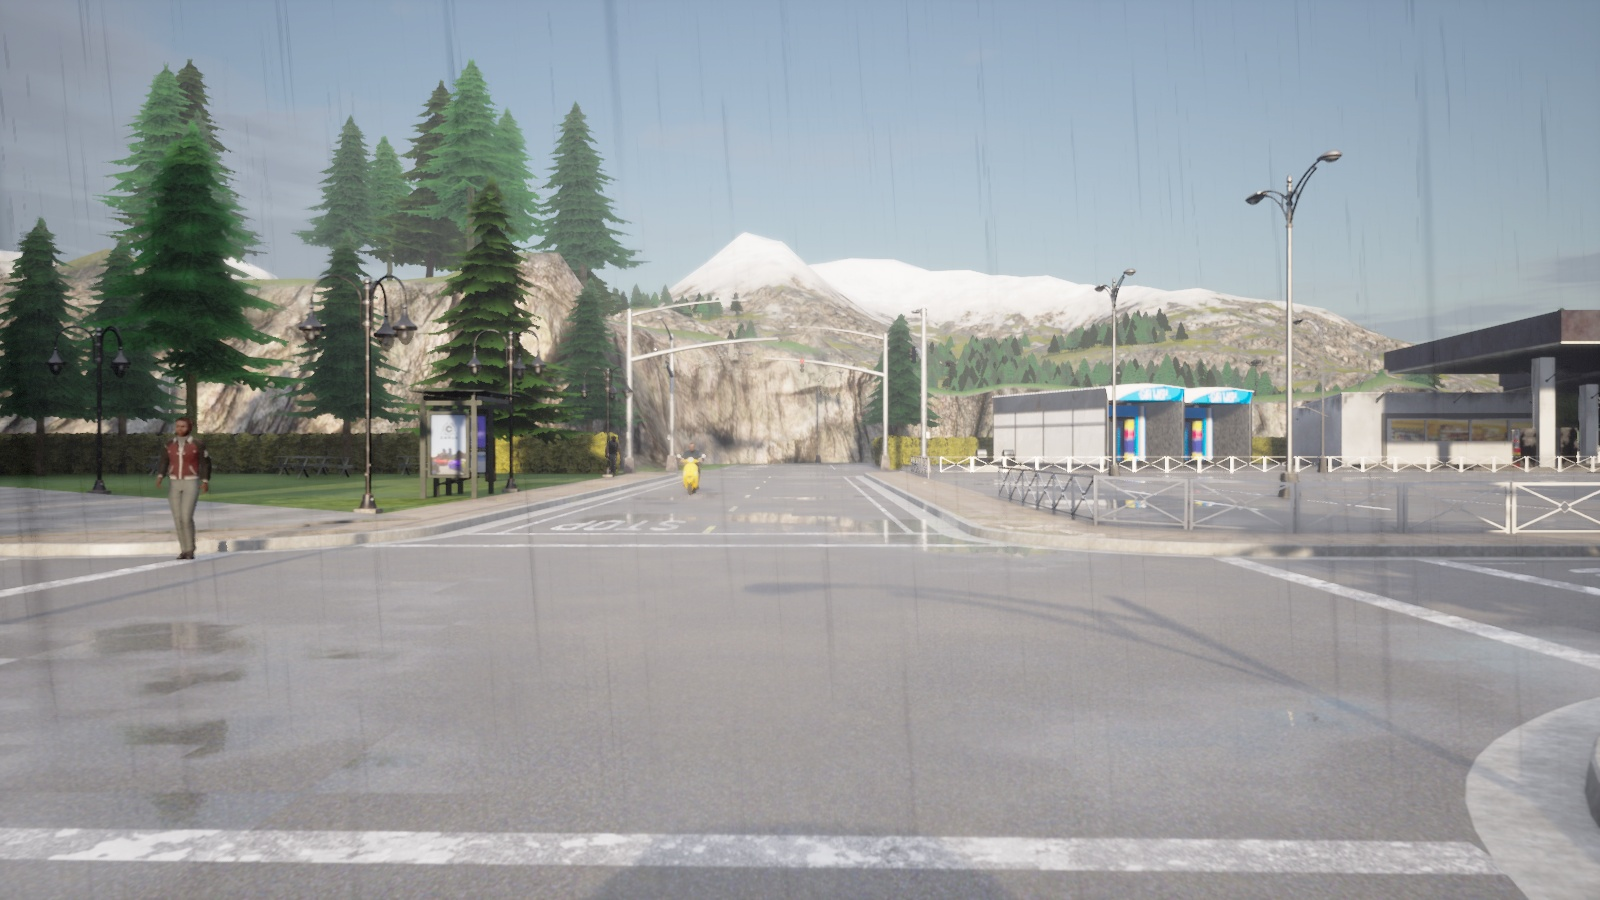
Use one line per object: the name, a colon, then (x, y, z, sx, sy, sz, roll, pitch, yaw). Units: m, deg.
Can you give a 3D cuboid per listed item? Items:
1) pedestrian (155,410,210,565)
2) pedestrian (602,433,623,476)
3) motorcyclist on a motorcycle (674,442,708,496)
pedestrian: (-7.837, 0.461, 15.949, 0.402, 1.930, 0.666, 0, 0, -5)
pedestrian: (-8.289, 0.194, 55.594, 0.563, 1.883, 0.849, 0, 0, -38)
motorcyclist on a motorcycle: (-3.278, 0.560, 37.940, 0.866, 1.590, 1.817, 0, 0, 0)
